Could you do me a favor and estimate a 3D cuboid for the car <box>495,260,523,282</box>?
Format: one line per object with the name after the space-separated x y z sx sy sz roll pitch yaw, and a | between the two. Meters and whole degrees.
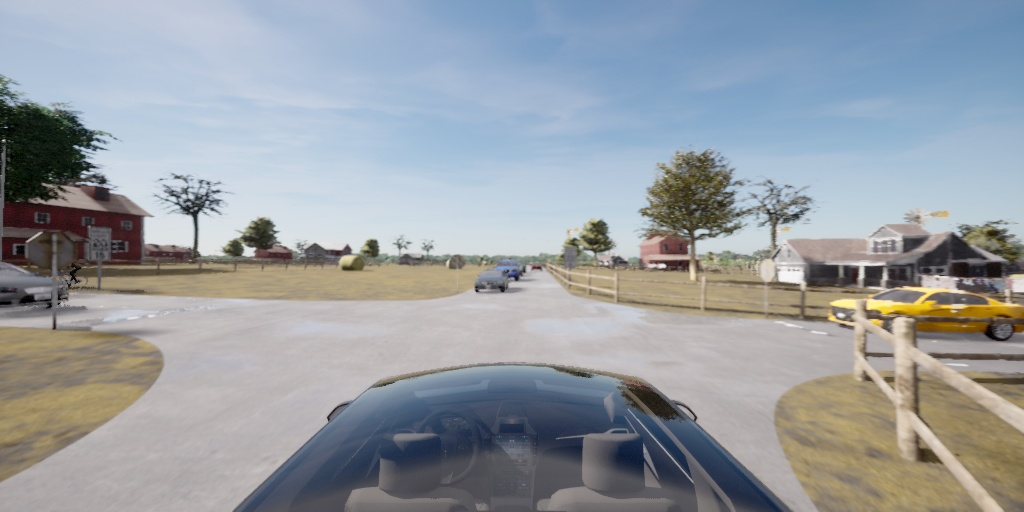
-0.388 1.411 35.492 2.150 2.045 5.566 -1 -1 4 | car

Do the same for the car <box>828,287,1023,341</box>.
13.442 1.774 11.830 5.008 1.535 1.882 2 -1 2 | car

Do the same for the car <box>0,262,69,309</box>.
-16.514 0.889 10.940 4.902 1.511 2.128 2 -1 4 | car

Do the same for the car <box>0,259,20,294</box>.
-23.680 0.778 14.391 5.357 1.411 2.033 2 -1 4 | car

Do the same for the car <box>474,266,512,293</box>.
-1.243 1.565 23.482 1.812 1.442 4.674 -1 -1 4 | car

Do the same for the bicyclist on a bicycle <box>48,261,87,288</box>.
-21.459 0.787 17.272 0.582 1.620 1.656 1 -1 4 | bicyclist on a bicycle

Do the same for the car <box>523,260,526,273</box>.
0.372 1.682 46.576 2.097 1.767 4.553 -1 -1 4 | car
